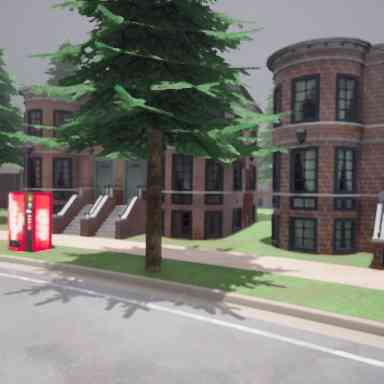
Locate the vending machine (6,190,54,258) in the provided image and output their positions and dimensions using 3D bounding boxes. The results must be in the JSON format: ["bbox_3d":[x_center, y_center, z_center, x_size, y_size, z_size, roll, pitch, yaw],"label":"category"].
[{"bbox_3d":[-5.325,0.996,10.985,0.880,2.100,1.100,1,1,23],"label":"vending machine"}]
